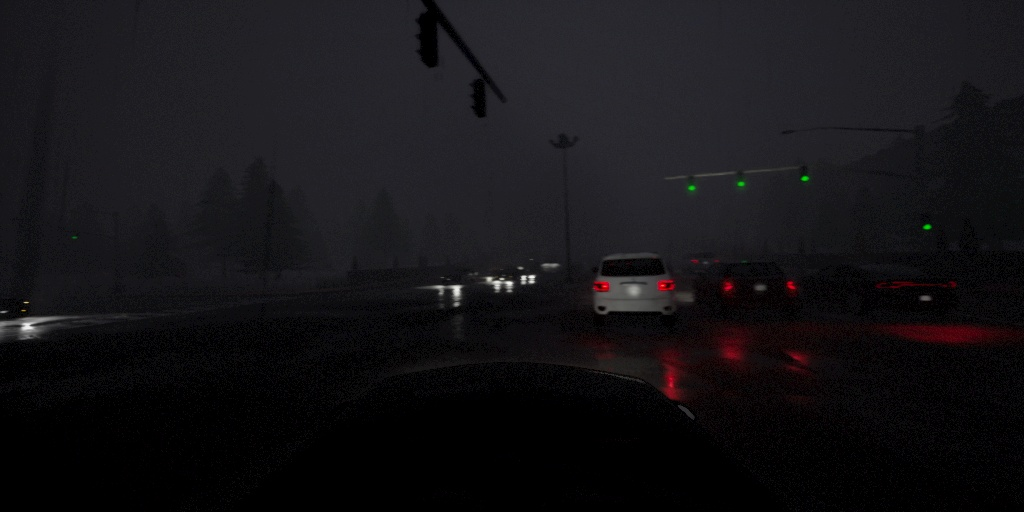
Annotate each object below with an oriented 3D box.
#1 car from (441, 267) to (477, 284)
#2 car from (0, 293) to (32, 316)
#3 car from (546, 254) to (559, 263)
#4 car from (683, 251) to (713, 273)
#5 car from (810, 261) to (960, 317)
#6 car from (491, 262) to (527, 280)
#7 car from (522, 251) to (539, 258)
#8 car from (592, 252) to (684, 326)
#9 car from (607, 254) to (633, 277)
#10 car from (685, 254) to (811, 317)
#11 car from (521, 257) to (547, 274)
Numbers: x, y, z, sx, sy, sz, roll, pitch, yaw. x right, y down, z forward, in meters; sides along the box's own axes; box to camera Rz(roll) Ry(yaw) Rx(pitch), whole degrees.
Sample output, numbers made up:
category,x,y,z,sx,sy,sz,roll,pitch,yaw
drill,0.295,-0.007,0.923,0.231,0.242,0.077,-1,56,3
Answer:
category,x,y,z,sx,sy,sz,roll,pitch,yaw
car,-4.775,1.755,33.075,1.837,1.490,4.892,-2,0,16
car,-27.583,2.580,18.695,4.718,1.301,1.895,-2,-1,18
car,6.669,0.438,59.916,1.994,1.385,4.181,-2,5,17
car,17.301,0.618,33.278,2.150,2.045,5.566,-2,-1,16
car,11.024,0.903,11.363,1.882,1.535,5.008,-2,-1,16
car,-0.242,1.665,36.140,1.994,1.385,4.181,-2,-1,16
car,3.055,0.311,60.073,2.150,2.045,5.566,-2,6,17
car,3.802,0.926,11.591,2.150,2.045,5.566,-2,-1,16
car,10.594,0.895,35.271,2.150,2.045,5.566,-2,-1,16
car,7.623,0.917,12.206,2.097,1.767,4.553,-2,-1,16
car,2.553,1.403,45.853,2.128,1.511,4.902,-2,2,16
